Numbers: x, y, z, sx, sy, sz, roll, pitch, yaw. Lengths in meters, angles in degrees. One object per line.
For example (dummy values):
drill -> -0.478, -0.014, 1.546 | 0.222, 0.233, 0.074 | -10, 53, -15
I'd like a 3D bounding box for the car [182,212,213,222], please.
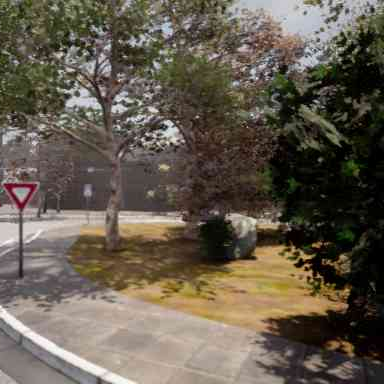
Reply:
car -> 1.013, 2.523, 34.596 | 4.181, 1.385, 1.994 | 5, -3, -39
